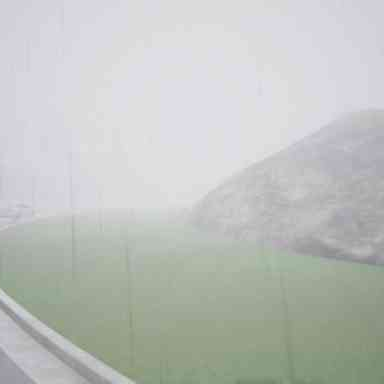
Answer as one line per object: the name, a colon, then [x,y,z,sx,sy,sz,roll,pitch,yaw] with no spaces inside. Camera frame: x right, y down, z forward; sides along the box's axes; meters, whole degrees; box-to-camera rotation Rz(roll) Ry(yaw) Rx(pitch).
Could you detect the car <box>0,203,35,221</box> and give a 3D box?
car: [-15.118,1.632,28.418,1.812,1.442,4.674,0,0,-4]
